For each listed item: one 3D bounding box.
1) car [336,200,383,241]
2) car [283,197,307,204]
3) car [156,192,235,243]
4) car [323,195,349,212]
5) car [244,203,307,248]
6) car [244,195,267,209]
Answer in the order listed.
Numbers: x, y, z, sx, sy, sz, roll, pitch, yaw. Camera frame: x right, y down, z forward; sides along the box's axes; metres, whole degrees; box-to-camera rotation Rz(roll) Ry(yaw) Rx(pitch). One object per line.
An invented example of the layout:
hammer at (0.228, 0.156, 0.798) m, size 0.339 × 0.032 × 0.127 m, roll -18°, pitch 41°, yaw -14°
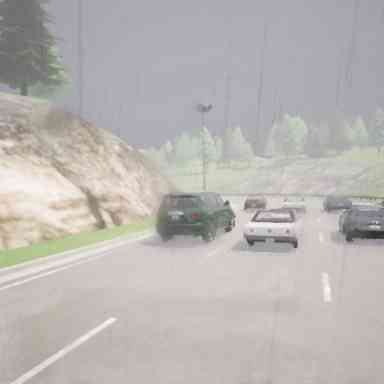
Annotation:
car at (7.447, 1.221, 14.130) m, size 1.994 × 1.385 × 4.181 m, roll -1°, pitch 1°, yaw 21°
car at (8.576, 1.042, 27.705) m, size 1.895 × 1.301 × 4.718 m, roll -1°, pitch 1°, yaw 19°
car at (0.344, 1.003, 15.151) m, size 2.150 × 2.045 × 5.566 m, roll -1°, pitch 1°, yaw 21°
car at (12.431, 0.920, 28.435) m, size 1.994 × 1.385 × 4.181 m, roll -1°, pitch 1°, yaw 17°
car at (3.500, 1.342, 13.592) m, size 1.895 × 1.301 × 4.718 m, roll -1°, pitch 1°, yaw 21°
car at (6.019, 0.965, 31.316) m, size 1.812 × 1.442 × 4.674 m, roll -1°, pitch 1°, yaw 16°
